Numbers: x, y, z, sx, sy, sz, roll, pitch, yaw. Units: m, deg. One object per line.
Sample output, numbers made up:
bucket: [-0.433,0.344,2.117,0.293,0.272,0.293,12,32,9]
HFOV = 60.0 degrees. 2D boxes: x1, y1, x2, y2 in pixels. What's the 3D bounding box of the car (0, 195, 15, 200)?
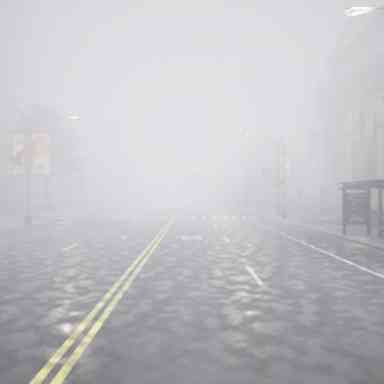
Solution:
car: [-46.045,2.069,80.584,4.674,1.452,2.002,0,-1,0]
